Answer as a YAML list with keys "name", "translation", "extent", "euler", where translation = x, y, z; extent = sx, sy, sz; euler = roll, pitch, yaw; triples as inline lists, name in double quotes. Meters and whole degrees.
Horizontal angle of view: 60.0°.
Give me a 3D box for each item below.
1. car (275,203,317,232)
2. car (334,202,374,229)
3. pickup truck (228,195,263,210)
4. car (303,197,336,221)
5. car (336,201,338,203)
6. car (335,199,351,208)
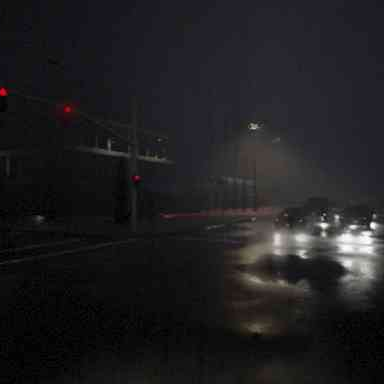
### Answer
- name: "car"
  translation: [6.868, 1.731, 22.148]
  extent: [1.812, 1.442, 4.674]
  euler: [-1, -1, 28]
- name: "car"
  translation: [11.613, 1.685, 23.474]
  extent: [2.128, 1.511, 4.902]
  euler: [-1, -1, 28]
- name: "pickup truck"
  translation: [8.021, 1.575, 51.043]
  extent: [6.274, 2.098, 2.390]
  euler: [0, -1, -30]
- name: "car"
  translation: [11.590, 1.494, 30.633]
  extent: [2.150, 2.045, 5.566]
  euler: [-1, -1, 29]
- name: "car"
  translation: [16.671, 1.847, 39.773]
  extent: [1.837, 1.490, 4.892]
  euler: [-1, 0, 29]
- name: "car"
  translation: [24.033, 1.759, 52.843]
  extent: [1.895, 1.301, 4.718]
  euler: [-1, -1, 29]
